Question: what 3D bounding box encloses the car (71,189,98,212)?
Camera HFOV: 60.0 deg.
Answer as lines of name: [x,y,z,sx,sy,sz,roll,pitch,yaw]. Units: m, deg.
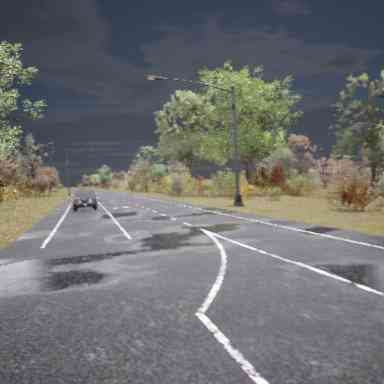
car: [-10.486,0.742,32.459,2.150,2.045,5.566,-4,2,-19]
